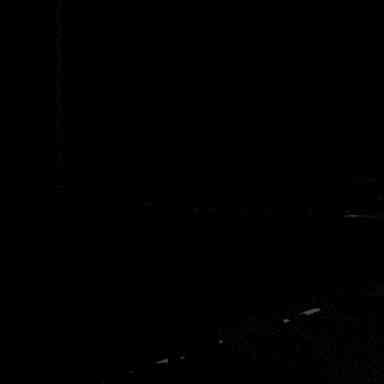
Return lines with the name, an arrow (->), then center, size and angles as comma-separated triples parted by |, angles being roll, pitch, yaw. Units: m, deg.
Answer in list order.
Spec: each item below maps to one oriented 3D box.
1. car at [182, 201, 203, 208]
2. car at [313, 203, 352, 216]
car -> 0.117, 2.327, 60.867 | 1.895, 1.301, 4.718 | -1, 1, -35
car -> 16.127, 1.997, 38.405 | 1.994, 1.385, 4.181 | -1, 0, -36
